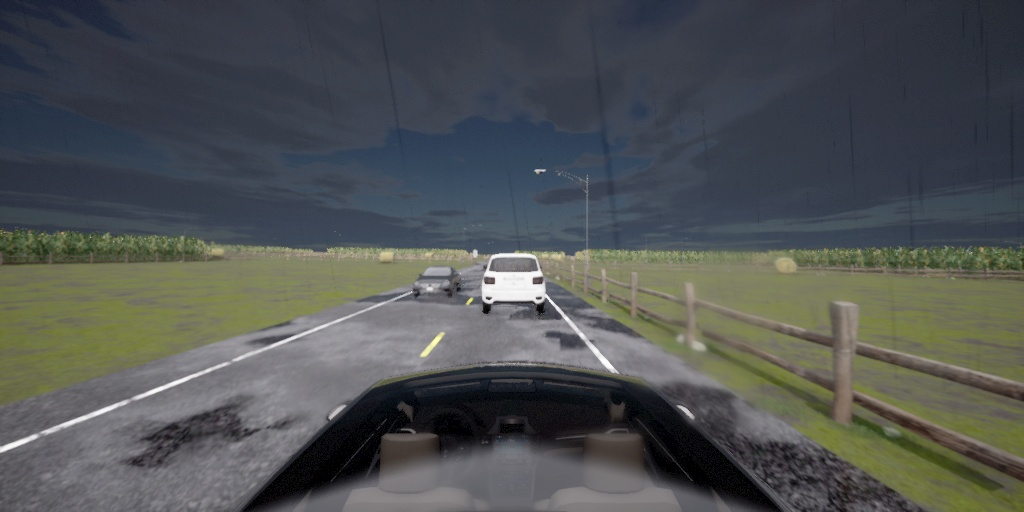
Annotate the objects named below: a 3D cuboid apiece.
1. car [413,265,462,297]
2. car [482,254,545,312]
[{"bbox_3d":[-3.697,1.220,18.401,1.812,1.442,4.674,0,0,-1],"label":"car"},{"bbox_3d":[0.037,0.932,14.037,2.150,2.045,5.566,0,0,0],"label":"car"}]
